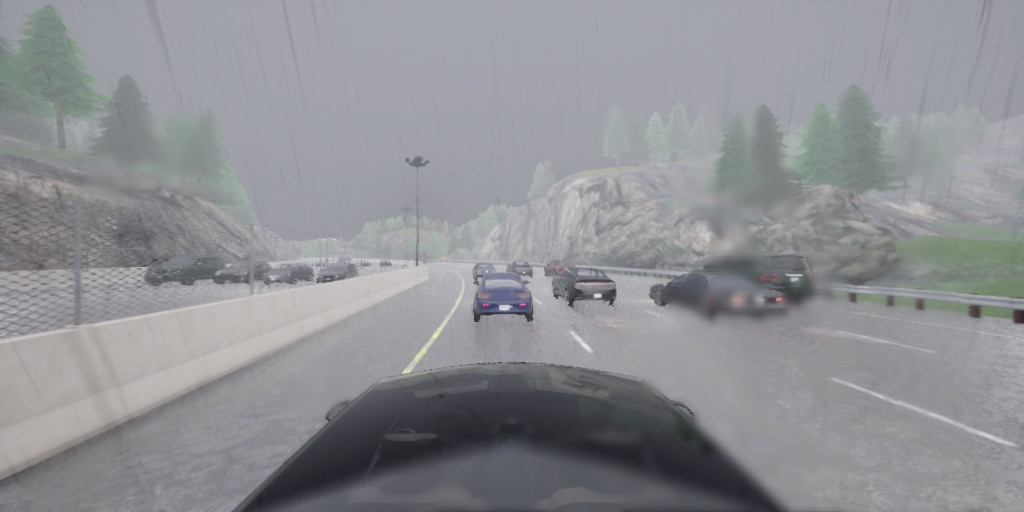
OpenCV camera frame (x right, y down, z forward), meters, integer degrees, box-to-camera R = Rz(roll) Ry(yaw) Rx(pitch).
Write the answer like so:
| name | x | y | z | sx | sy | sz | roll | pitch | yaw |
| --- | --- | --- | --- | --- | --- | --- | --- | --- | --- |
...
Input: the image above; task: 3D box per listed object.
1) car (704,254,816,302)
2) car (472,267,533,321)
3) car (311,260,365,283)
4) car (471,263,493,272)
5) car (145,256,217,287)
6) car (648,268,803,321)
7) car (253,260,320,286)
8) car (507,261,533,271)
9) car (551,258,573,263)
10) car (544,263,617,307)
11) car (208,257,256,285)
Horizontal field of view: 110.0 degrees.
| name | x | y | z | sx | sy | sz | roll | pitch | yaw |
| --- | --- | --- | --- | --- | --- | --- | --- | --- | --- |
| car | 9.969 | 0.949 | 15.525 | 2.150 | 2.045 | 5.566 | 0 | 0 | -4 |
| car | -0.355 | 1.277 | 12.339 | 1.812 | 1.442 | 4.674 | 0 | 0 | -4 |
| car | -12.555 | 1.284 | 26.225 | 1.837 | 1.490 | 4.892 | 0 | 0 | -9 |
| car | -2.427 | 1.303 | 30.902 | 2.033 | 1.411 | 5.357 | 0 | 0 | -9 |
| car | -23.076 | 1.027 | 25.768 | 2.150 | 2.045 | 5.566 | 0 | 0 | -9 |
| car | 6.696 | 1.283 | 12.396 | 2.033 | 1.411 | 5.357 | 0 | 0 | -4 |
| car | -16.061 | 1.278 | 26.022 | 2.128 | 1.511 | 4.902 | 0 | 0 | -9 |
| car | 0.648 | 1.241 | 33.429 | 2.128 | 1.511 | 4.902 | 0 | 0 | -10 |
| car | 4.343 | 1.093 | 32.587 | 2.097 | 1.767 | 4.553 | 0 | 0 | -9 |
| car | 2.933 | 1.235 | 15.440 | 2.128 | 1.511 | 4.902 | 0 | 0 | -4 |
| car | -19.691 | 1.147 | 26.611 | 2.097 | 1.767 | 4.553 | 0 | 0 | -9 |
